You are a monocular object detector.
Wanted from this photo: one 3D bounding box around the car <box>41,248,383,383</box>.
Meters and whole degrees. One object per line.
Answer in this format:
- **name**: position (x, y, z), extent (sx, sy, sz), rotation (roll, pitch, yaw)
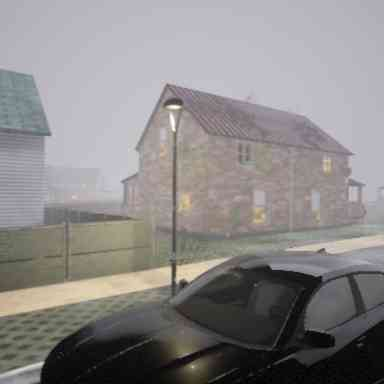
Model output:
- **car**: position (0.990, 1.478, 3.764), extent (5.008, 1.535, 1.882), rotation (0, 0, -35)
